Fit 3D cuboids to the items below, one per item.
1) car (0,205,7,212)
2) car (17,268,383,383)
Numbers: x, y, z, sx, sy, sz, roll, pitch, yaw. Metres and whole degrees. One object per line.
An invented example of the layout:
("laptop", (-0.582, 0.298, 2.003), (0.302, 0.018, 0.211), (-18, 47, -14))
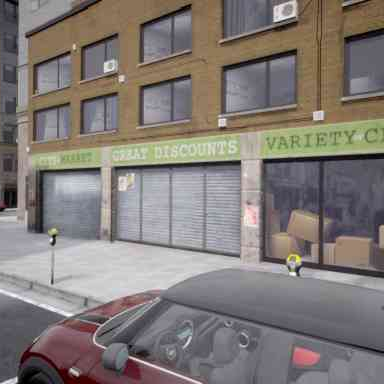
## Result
("car", (-19.405, 1.458, 29.761), (1.895, 1.301, 4.718), (1, 1, 34))
("car", (0.261, 1.440, 2.879), (4.097, 1.590, 1.967), (0, 1, 35))
